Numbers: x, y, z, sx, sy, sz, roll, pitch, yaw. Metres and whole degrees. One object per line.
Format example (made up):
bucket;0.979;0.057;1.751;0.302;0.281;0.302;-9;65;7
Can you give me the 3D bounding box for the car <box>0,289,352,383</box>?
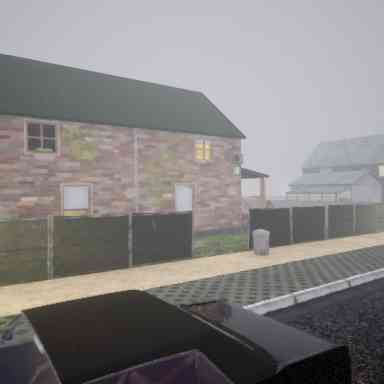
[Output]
car;-0.955;1.600;2.391;4.718;1.301;1.895;0;0;-35
